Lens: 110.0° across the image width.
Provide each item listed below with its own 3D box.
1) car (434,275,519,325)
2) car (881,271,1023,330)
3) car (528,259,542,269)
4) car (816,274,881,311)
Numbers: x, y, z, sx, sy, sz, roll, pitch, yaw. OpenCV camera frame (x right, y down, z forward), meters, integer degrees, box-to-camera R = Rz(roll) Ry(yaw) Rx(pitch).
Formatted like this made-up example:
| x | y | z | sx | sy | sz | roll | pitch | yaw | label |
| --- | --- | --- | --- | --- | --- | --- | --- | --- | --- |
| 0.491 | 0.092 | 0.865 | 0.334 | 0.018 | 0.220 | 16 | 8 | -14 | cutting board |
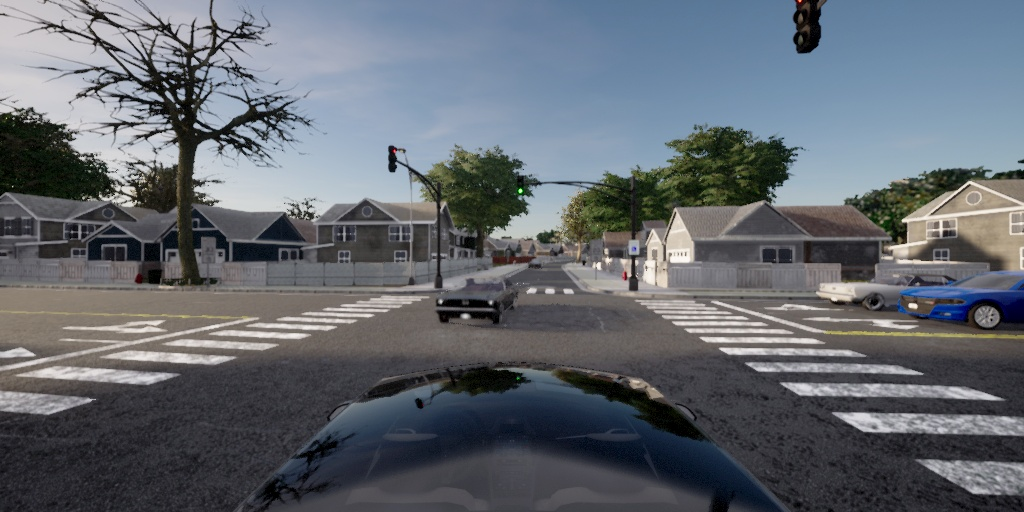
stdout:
| x | y | z | sx | sy | sz | roll | pitch | yaw | label |
| --- | --- | --- | --- | --- | --- | --- | --- | --- | --- |
| -0.967 | 1.345 | 12.025 | 1.895 | 1.301 | 4.718 | 0 | 0 | 8 | car |
| 13.986 | 1.152 | 9.961 | 5.008 | 1.535 | 1.882 | 0 | 0 | 8 | car |
| 3.460 | 1.165 | 54.357 | 1.882 | 1.535 | 5.008 | 0 | 0 | 6 | car |
| 14.295 | 1.296 | 13.199 | 4.718 | 1.301 | 1.895 | 0 | 0 | 8 | car |
